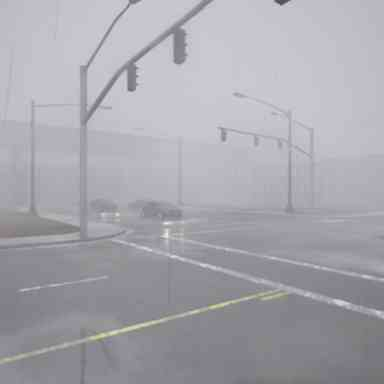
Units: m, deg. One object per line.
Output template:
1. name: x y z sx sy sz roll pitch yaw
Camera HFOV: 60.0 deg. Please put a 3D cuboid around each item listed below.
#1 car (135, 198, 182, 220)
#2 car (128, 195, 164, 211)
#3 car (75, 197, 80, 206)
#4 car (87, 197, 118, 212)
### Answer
1. car: -2.710 1.510 28.549 1.837 1.490 4.892 0 0 -36
2. car: -5.693 1.484 38.806 1.882 1.535 5.008 0 0 -36
3. car: -18.387 1.531 56.382 1.812 1.442 4.674 0 0 -3
4. car: -10.410 1.483 39.015 1.882 1.535 5.008 0 0 -36
